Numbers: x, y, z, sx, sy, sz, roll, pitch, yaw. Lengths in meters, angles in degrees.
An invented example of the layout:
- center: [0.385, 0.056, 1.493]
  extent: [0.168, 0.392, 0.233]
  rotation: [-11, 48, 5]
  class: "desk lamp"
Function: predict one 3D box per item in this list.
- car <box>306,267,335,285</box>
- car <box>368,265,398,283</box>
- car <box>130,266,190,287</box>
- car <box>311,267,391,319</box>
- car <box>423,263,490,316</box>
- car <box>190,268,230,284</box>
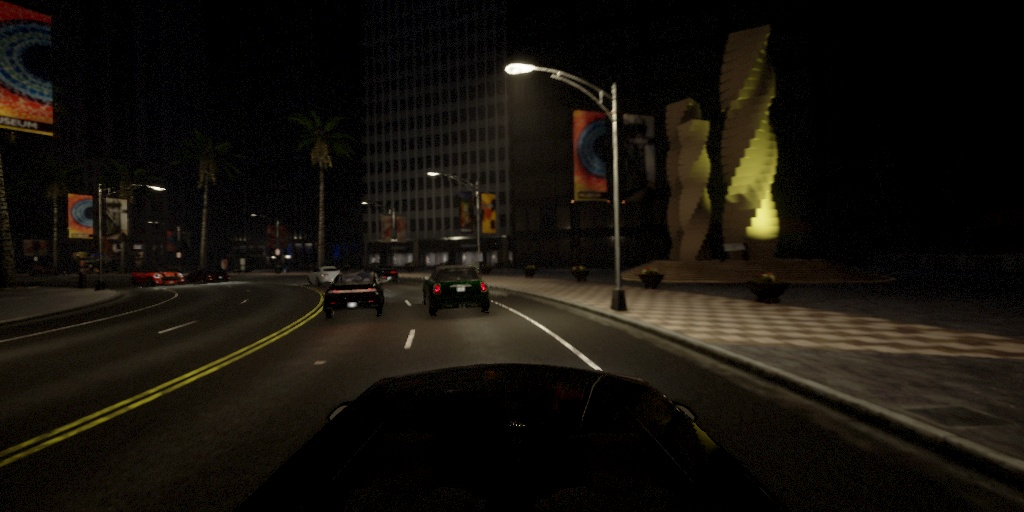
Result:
- center: [-14.732, 1.552, 28.369]
  extent: [1.812, 1.442, 4.674]
  rotation: [-1, 0, -42]
  class: "car"
- center: [-10.946, 1.459, 29.351]
  extent: [1.837, 1.490, 4.892]
  rotation: [0, -1, -40]
  class: "car"
- center: [-30.790, 1.683, 31.137]
  extent: [4.553, 1.767, 2.097]
  rotation: [-1, 0, 23]
  class: "car"
- center: [-5.844, 1.350, 13.657]
  extent: [2.128, 1.511, 4.902]
  rotation: [-1, 0, -19]
  class: "car"
- center: [-2.327, 1.146, 14.069]
  extent: [2.097, 1.767, 4.553]
  rotation: [-1, 0, -17]
  class: "car"
- center: [-28.931, 1.859, 34.136]
  extent: [4.181, 1.385, 1.994]
  rotation: [-1, 0, 24]
  class: "car"
